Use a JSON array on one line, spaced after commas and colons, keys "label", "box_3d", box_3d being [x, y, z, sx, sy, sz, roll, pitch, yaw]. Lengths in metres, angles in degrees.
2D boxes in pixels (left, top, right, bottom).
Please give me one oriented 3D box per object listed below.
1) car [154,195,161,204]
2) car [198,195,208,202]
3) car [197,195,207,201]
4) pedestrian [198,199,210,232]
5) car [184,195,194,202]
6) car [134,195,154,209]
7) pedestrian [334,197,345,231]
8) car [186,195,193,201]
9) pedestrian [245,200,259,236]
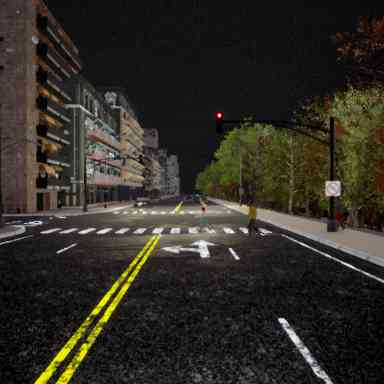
[{"label": "car", "box_3d": [-7.093, 1.370, 63.767, 2.097, 1.767, 4.553, 0, 0, 0]}, {"label": "car", "box_3d": [2.614, 1.545, 74.538, 2.128, 1.511, 4.902, 0, 0, 0]}, {"label": "car", "box_3d": [2.525, 1.491, 84.958, 2.128, 1.511, 4.902, 0, 0, 0]}, {"label": "pedestrian", "box_3d": [0.650, 1.295, 18.322, 0.375, 1.860, 0.375, 0, 0, 0]}, {"label": "car", "box_3d": [-0.636, 1.545, 74.507, 2.128, 1.511, 4.902, 0, 0, 0]}, {"label": "car", "box_3d": [-6.994, 1.501, 46.918, 2.128, 1.511, 4.902, 0, 0, 0]}, {"label": "pedestrian", "box_3d": [7.818, 1.143, 17.783, 0.375, 1.860, 0.375, 0, 0, 0]}, {"label": "car", "box_3d": [-0.724, 1.490, 84.931, 1.812, 1.442, 4.674, 0, 0, 0]}, {"label": "pedestrian", "box_3d": [3.077, 1.295, 17.045, 0.375, 1.860, 0.375, 0, 0, 0]}]
